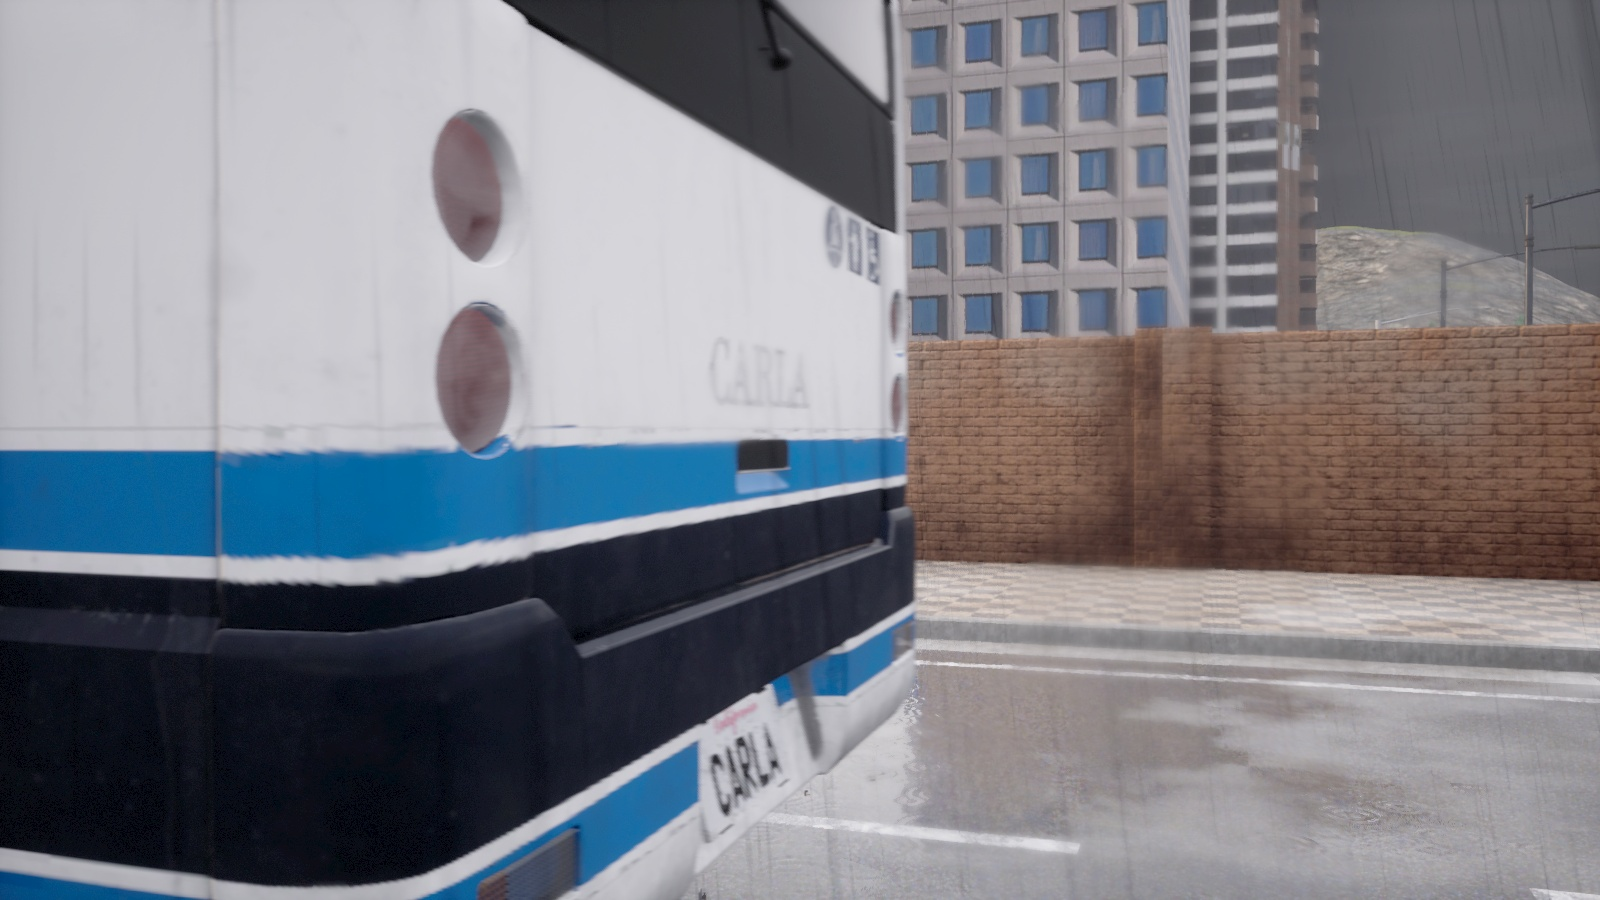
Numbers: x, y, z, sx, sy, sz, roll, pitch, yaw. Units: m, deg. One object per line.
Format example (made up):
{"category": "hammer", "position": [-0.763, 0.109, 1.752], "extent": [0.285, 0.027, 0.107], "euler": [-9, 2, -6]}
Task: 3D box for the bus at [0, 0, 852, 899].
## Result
{"category": "bus", "position": [-5.289, -0.650, 4.980], "extent": [10.273, 4.253, 3.944], "euler": [1, 1, 19]}
